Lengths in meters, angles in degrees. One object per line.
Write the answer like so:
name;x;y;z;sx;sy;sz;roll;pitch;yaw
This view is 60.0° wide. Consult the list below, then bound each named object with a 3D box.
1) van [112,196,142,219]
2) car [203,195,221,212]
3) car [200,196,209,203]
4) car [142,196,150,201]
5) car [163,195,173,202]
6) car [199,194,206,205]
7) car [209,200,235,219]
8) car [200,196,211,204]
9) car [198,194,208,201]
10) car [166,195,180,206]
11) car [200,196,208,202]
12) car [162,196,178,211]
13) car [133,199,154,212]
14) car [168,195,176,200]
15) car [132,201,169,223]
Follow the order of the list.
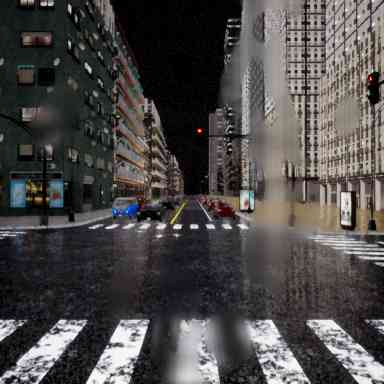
van;-5.669;1.352;28.454;1.690;1.788;3.998;0;0;0
car;2.717;1.457;39.504;1.967;1.590;4.097;0;0;0
car;2.731;1.592;72.670;1.887;1.381;4.507;0;0;0
car;-5.666;1.329;33.981;2.192;1.841;5.009;0;0;0
car;-5.647;1.494;78.202;1.967;1.590;4.097;0;0;0
car;2.724;1.469;56.087;1.967;1.590;4.097;0;0;0
car;2.711;1.592;28.448;1.802;1.307;4.206;0;0;0
car;2.728;1.592;67.142;2.008;1.369;4.403;0;0;0
car;2.737;1.376;83.725;2.192;1.841;5.009;0;0;0
car;-3.053;1.592;54.606;1.994;1.385;4.181;0;0;0
car;2.733;1.636;78.197;1.802;1.307;4.206;0;0;0
car;-3.077;1.582;40.488;1.994;1.385;4.181;0;0;0
car;-5.665;1.561;39.509;1.887;1.381;4.507;0;0;0
car;-5.640;1.643;94.785;1.947;1.339;4.313;0;0;0
car;-3.087;1.610;25.873;1.895;1.301;4.718;0;0;0
